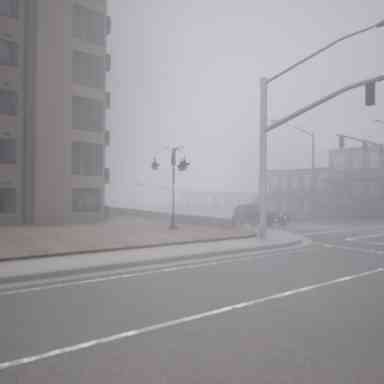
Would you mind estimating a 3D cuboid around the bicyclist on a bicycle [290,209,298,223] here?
[{"bbox_3d":[12.044,2.841,39.648,1.656,1.620,0.582,0,-8,-35],"label":"bicyclist on a bicycle"}]

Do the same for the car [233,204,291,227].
[{"bbox_3d":[5.992,2.047,29.403,2.150,2.045,5.566,1,-6,-36],"label":"car"}]
